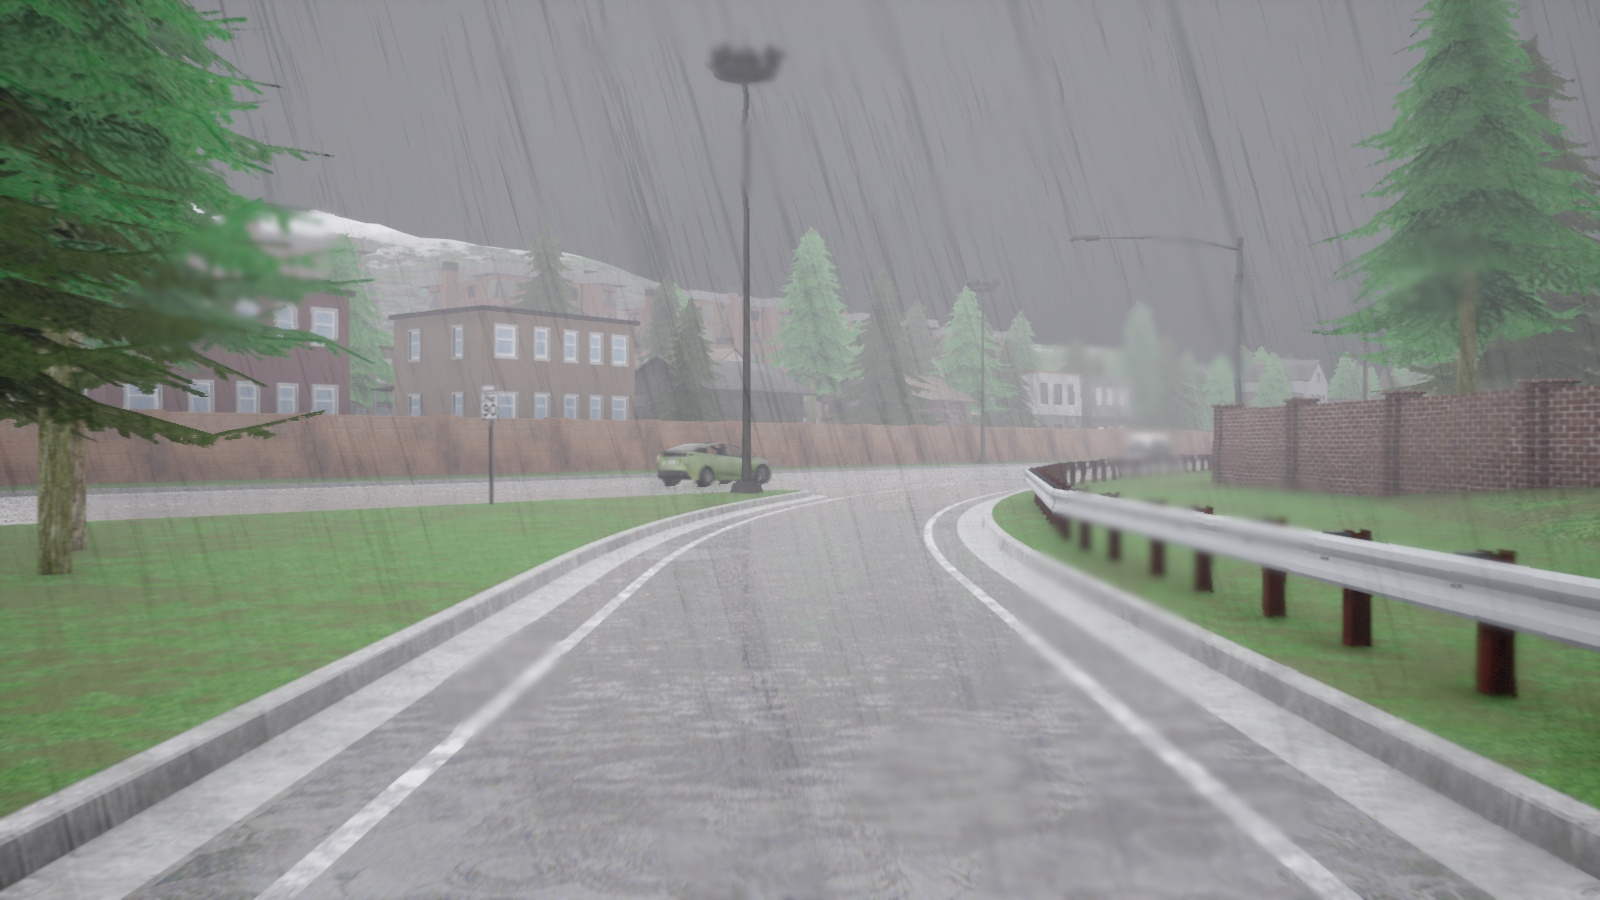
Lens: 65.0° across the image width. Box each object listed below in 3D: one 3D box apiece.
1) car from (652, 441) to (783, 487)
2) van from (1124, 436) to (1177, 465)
[{"bbox_3d":[-2.794,0.445,43.524,2.007,1.525,4.514,0,0,38],"label":"car"},{"bbox_3d":[25.194,-0.019,90.175,2.069,2.038,4.480,0,1,38],"label":"van"}]
